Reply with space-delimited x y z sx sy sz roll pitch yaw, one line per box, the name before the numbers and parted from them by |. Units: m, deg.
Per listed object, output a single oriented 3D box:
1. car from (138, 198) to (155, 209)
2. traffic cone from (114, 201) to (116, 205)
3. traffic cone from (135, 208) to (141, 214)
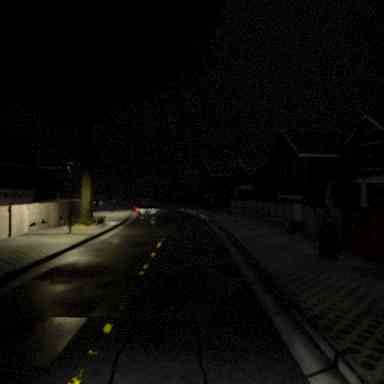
car | -6.600 1.627 47.317 1.812 1.442 4.674 0 0 -18
traffic cone | -14.543 2.060 62.317 0.340 0.580 0.340 0 0 -26
traffic cone | -4.724 1.977 29.728 0.340 0.580 0.340 0 0 -7
